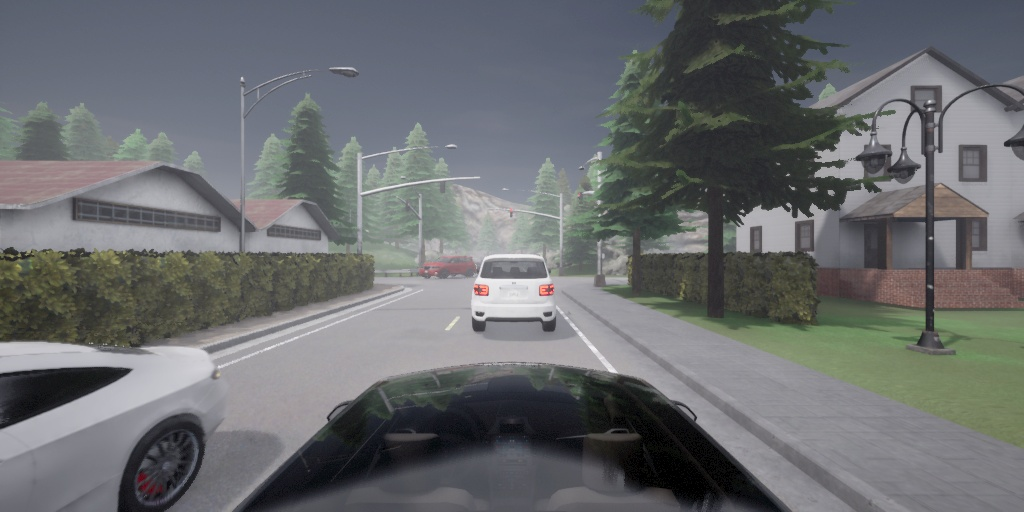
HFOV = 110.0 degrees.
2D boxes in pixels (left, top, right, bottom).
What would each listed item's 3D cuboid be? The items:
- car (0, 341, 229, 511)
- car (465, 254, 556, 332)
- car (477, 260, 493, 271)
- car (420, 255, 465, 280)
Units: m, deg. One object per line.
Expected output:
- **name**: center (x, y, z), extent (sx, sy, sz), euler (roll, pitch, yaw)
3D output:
- **car**: center (-3.600, 1.276, 1.544), extent (1.812, 1.442, 4.674), euler (0, 0, 0)
- **car**: center (0.061, 0.971, 11.023), extent (2.150, 2.045, 5.566), euler (0, 0, 0)
- **car**: center (-3.616, 1.255, 49.501), extent (1.837, 1.490, 4.892), euler (0, 0, 0)
- **car**: center (-5.564, 0.965, 32.079), extent (2.150, 2.045, 5.566), euler (2, 1, 34)
